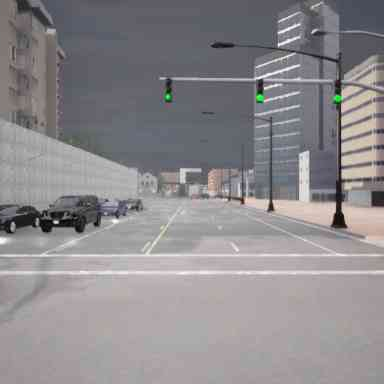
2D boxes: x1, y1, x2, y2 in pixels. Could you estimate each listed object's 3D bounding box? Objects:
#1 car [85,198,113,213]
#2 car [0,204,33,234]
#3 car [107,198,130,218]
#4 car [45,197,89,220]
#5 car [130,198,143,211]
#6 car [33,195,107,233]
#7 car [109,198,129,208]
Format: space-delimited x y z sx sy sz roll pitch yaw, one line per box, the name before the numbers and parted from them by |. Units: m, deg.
car | -10.605 1.499 38.382 1.837 1.490 4.892 0 0 0
car | -10.606 1.502 19.496 1.837 1.490 4.892 0 0 0
car | -7.107 1.521 29.768 1.812 1.442 4.674 0 0 0
car | -10.608 1.347 28.564 2.097 1.767 4.553 0 0 0
car | -7.102 1.485 40.111 2.128 1.511 4.902 0 0 0
car | -7.102 1.218 20.128 2.150 2.045 5.566 0 0 0
car | -10.570 1.593 48.442 1.895 1.301 4.718 0 0 0
